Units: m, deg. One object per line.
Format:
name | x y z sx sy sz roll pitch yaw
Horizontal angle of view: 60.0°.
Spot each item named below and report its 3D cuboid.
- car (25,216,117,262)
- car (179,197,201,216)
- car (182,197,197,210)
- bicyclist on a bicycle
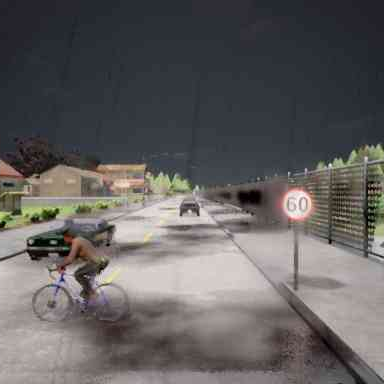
car | -4.201 1.601 12.275 1.895 1.301 4.718 0 0 0
car | -0.225 1.503 32.635 1.837 1.490 4.892 0 0 -1
car | -0.360 1.505 45.102 1.837 1.490 4.892 0 0 -1
bicyclist on a bicycle | -1.929 1.451 5.720 1.656 1.620 0.582 -1 0 -1
